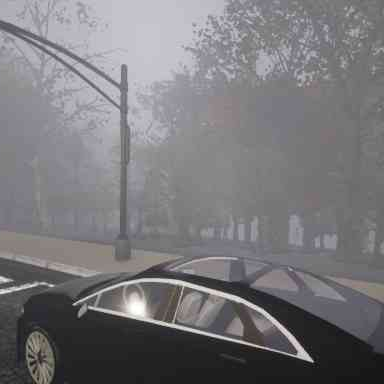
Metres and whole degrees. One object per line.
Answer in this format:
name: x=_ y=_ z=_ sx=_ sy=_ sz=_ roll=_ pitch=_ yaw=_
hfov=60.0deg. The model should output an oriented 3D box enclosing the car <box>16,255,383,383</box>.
car: x=0.002 y=1.491 z=3.699 sx=4.902 sy=1.511 sz=2.128 roll=0 pitch=0 yaw=34
